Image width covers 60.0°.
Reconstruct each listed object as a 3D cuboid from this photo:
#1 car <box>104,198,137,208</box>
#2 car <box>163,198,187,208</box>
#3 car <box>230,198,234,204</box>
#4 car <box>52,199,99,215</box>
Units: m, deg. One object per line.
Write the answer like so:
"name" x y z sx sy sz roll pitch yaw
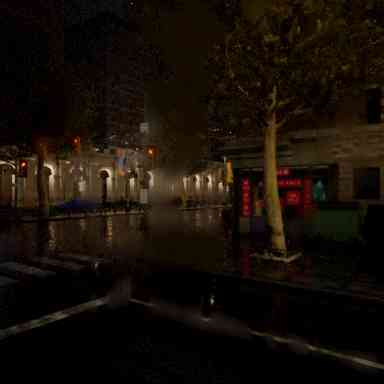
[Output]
"car" -10.252 1.593 47.928 1.895 1.301 4.718 0 0 36
"car" -2.345 1.563 47.518 1.994 1.385 4.181 0 0 36
"car" 8.800 1.568 62.817 1.994 1.385 4.181 0 0 36
"car" -11.913 1.476 34.256 1.882 1.535 5.008 0 0 36
